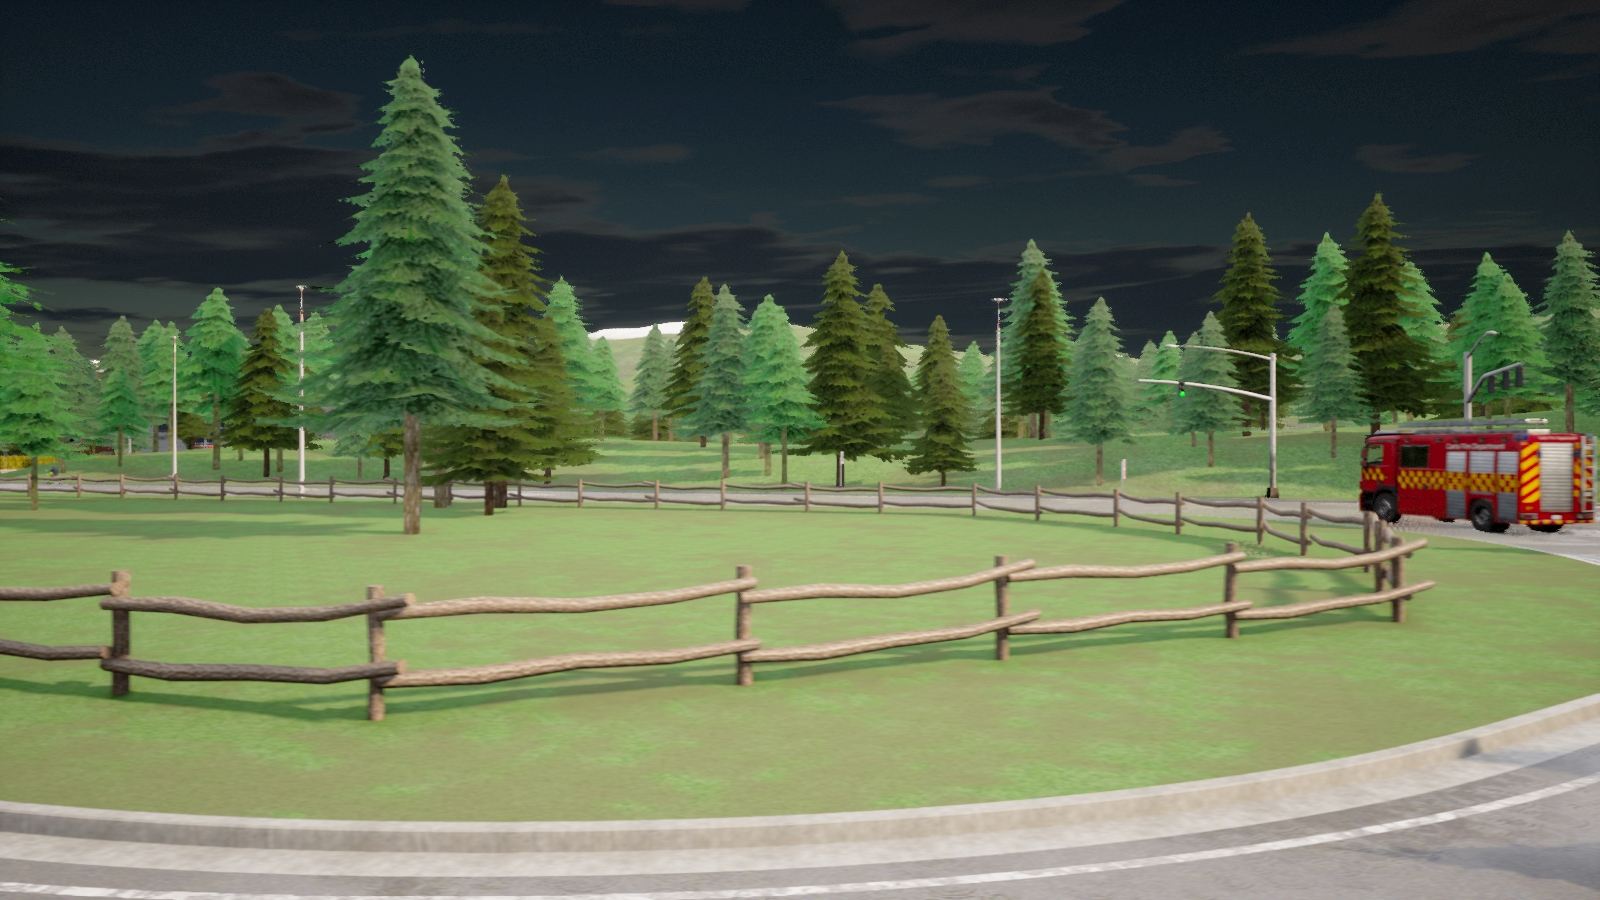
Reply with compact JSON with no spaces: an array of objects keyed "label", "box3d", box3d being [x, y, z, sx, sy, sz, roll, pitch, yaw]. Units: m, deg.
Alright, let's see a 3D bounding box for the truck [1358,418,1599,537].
[{"label":"truck","box3d":[24.246,0.890,41.420,2.891,3.827,8.468,0,0,-9]}]
